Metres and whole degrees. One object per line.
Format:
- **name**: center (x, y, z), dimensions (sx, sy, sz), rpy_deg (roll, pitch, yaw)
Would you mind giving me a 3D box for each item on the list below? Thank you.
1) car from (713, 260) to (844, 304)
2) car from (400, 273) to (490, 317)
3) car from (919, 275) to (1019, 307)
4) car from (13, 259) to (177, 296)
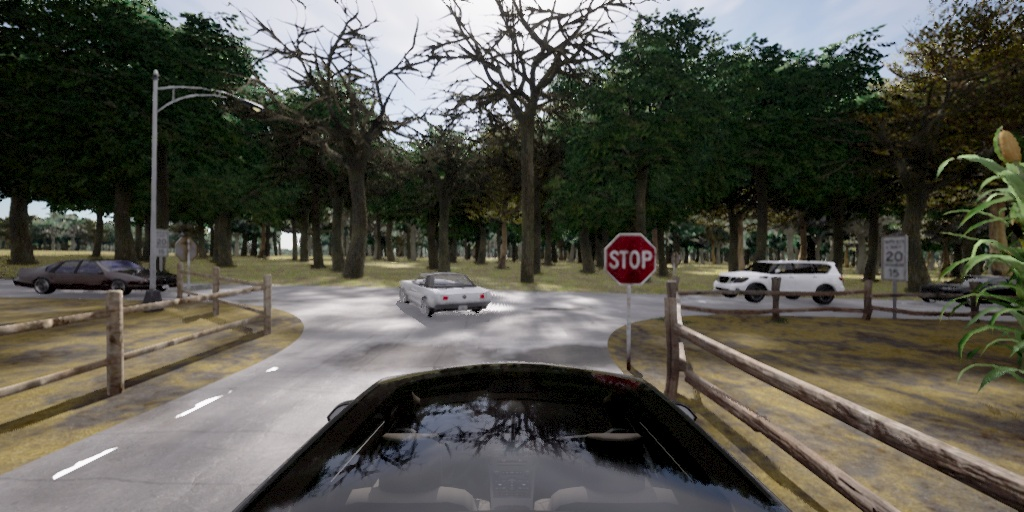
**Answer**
- **car**: center (13.146, 1.204, 17.811), dimensions (5.566, 2.045, 2.150), rpy_deg (1, 0, -1)
- **car**: center (-2.623, 1.247, 12.920), dimensions (1.895, 1.301, 4.718), rpy_deg (1, 1, -30)
- **car**: center (23.354, 1.703, 17.823), dimensions (5.008, 1.535, 1.882), rpy_deg (1, 0, 0)
- **car**: center (-17.034, 0.831, 14.894), dimensions (5.357, 1.411, 2.033), rpy_deg (1, 0, 0)
